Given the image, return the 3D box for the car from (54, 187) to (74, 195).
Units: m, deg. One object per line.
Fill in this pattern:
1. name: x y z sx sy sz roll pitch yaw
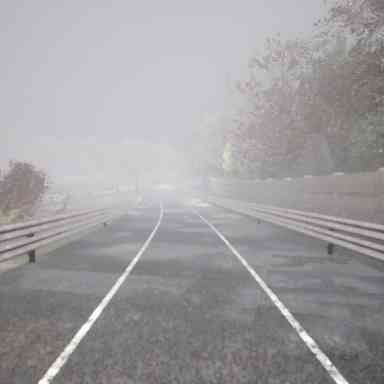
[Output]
1. car: -27.603 -0.343 71.623 2.097 1.767 4.553 1 4 17

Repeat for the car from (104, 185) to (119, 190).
1. car: -20.187 -1.111 84.076 1.882 1.535 5.008 1 4 17
